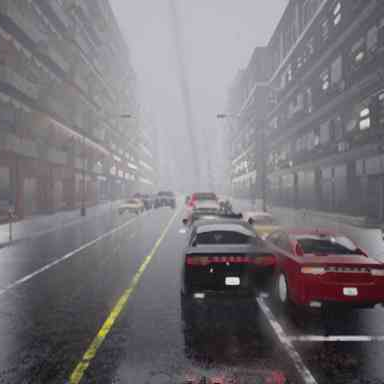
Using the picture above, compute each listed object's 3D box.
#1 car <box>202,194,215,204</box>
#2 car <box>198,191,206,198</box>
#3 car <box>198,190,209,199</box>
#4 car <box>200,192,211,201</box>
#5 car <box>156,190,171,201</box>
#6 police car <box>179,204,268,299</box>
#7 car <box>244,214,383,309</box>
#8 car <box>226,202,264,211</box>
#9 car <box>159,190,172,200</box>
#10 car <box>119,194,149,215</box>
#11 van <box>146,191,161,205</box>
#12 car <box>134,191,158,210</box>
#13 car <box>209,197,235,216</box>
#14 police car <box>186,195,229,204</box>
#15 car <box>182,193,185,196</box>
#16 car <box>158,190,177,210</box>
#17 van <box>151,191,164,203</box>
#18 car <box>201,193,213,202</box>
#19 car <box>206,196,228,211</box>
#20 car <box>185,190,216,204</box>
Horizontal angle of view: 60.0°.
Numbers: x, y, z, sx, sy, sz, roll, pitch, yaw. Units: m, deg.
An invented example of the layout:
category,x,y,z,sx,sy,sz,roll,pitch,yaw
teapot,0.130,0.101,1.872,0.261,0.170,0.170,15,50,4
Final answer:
category,x,y,z,sx,sy,sz,roll,pitch,yaw
car,2.541,0.991,51.876,1.887,1.381,4.507,1,1,0
car,2.482,0.606,85.061,1.967,1.590,4.097,1,0,0
car,2.494,0.568,73.996,2.192,1.841,5.009,1,0,0
car,2.542,0.788,62.936,1.967,1.590,4.097,1,0,0
car,-5.343,0.663,62.989,2.192,1.841,5.009,1,1,0
police car,0.701,1.325,8.404,1.930,1.638,5.238,0,1,0
car,2.577,1.453,7.632,1.887,1.381,4.507,1,1,0
car,2.573,1.369,13.334,1.752,1.417,4.829,1,1,0
car,-5.347,0.615,68.519,2.192,1.841,5.009,1,1,0
car,-5.320,1.194,29.640,1.752,1.417,4.829,2,1,0
van,-5.329,0.839,46.397,1.690,1.788,3.998,2,1,0
car,-5.319,0.924,35.339,2.192,1.841,5.009,2,1,0
car,2.559,1.212,29.753,1.887,1.381,4.507,1,1,0
police car,0.809,1.213,18.409,1.930,1.638,5.238,0,1,0
car,-0.022,1.103,45.908,1.895,1.301,4.718,0,1,0
car,-2.879,0.817,36.562,2.150,2.045,5.566,0,1,0
van,-5.334,0.788,51.929,1.690,1.788,3.998,1,1,0
car,2.537,0.941,57.406,1.887,1.381,4.507,1,1,0
car,2.554,1.160,35.285,2.008,1.369,4.403,1,1,0
car,0.805,0.949,24.331,2.150,2.045,5.566,0,1,0
